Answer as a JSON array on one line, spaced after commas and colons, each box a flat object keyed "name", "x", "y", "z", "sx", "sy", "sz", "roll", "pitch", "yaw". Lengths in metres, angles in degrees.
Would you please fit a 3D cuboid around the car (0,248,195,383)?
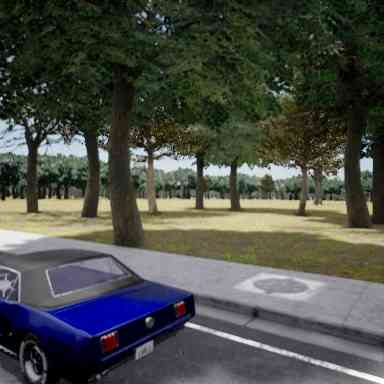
[{"name": "car", "x": -2.367, "y": 1.584, "z": 5.251, "sx": 4.718, "sy": 1.301, "sz": 1.895, "roll": 0, "pitch": 0, "yaw": 36}]
